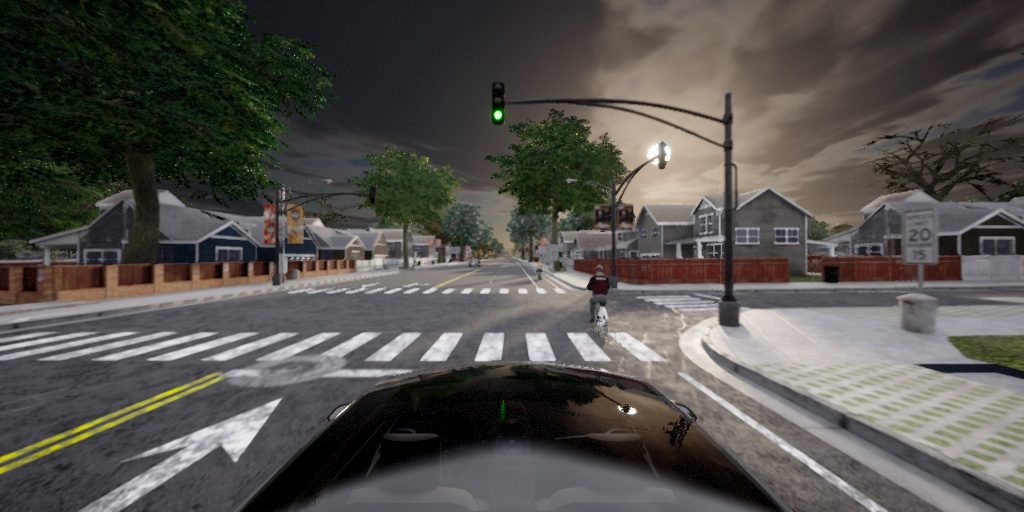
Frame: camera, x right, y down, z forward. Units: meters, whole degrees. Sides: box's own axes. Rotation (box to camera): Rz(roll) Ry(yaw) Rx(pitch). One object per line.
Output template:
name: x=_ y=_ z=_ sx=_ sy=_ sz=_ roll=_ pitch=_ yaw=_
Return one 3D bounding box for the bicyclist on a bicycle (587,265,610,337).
bicyclist on a bicycle: x=2.247 y=1.122 z=9.446 sx=0.659 sy=1.776 sz=1.843 roll=0 pitch=0 yaw=0

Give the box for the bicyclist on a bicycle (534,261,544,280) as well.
bicyclist on a bicycle: x=2.275 y=1.187 z=29.667 sx=0.866 sy=1.612 sz=1.509 roll=0 pitch=0 yaw=0

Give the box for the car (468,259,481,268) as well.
car: x=-6.487 y=1.226 z=62.713 sx=2.128 sy=1.511 sz=4.902 roll=0 pitch=0 yaw=0
